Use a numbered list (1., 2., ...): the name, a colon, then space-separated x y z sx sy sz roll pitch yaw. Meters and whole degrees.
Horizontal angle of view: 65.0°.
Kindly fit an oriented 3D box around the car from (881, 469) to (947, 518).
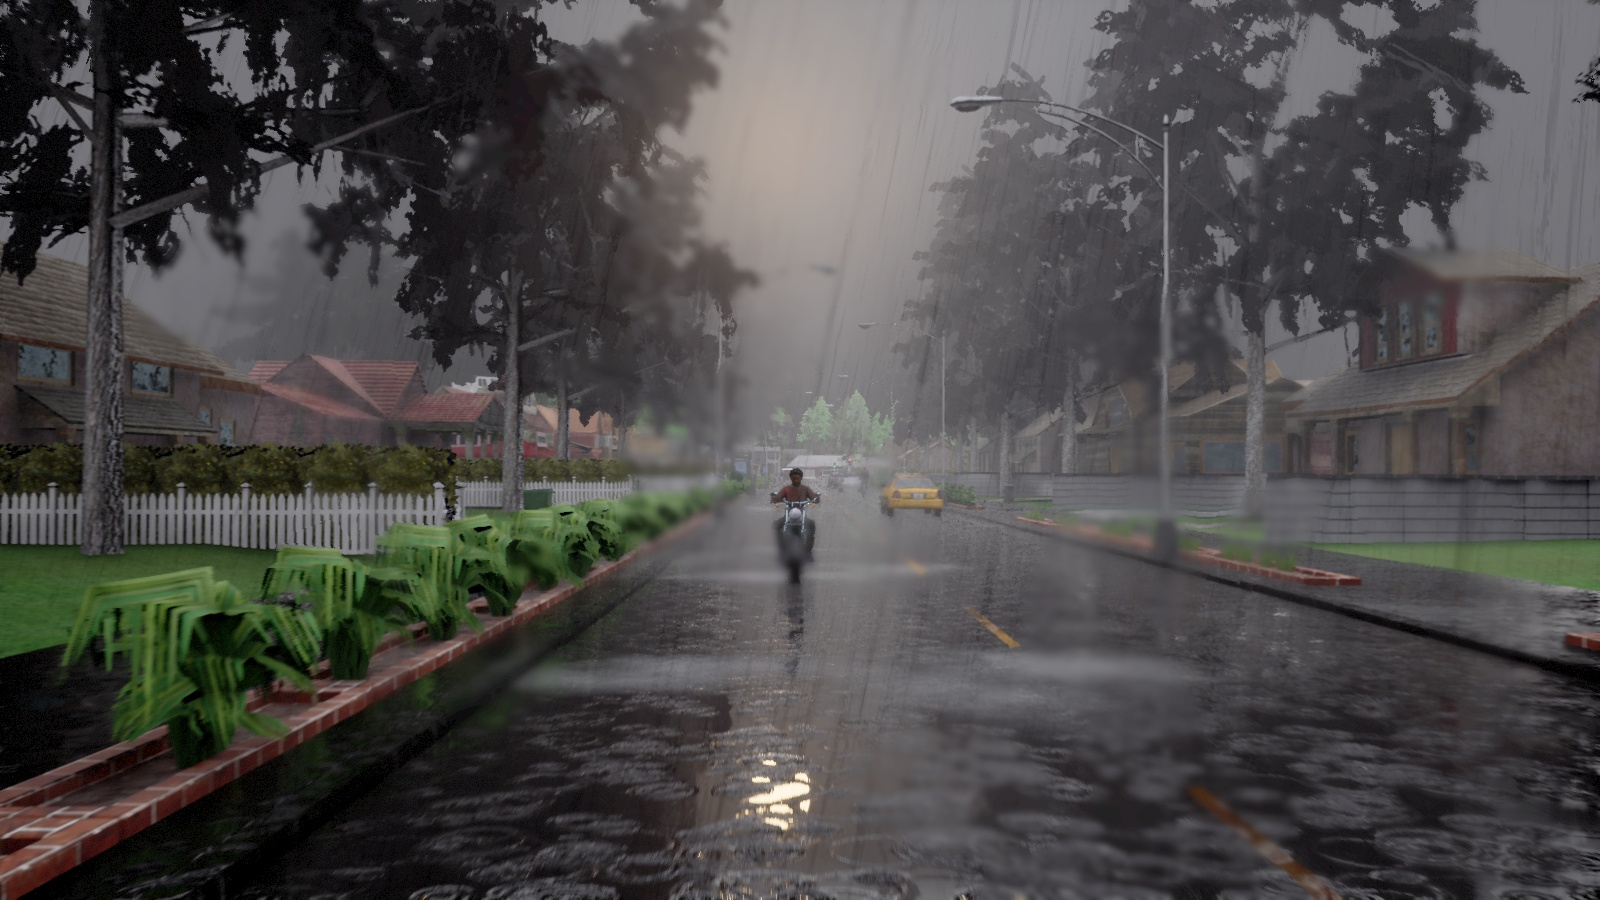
1. car: 3.892 1.471 43.769 1.801 1.575 5.366 0 -1 0

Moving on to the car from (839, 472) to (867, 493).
1. car: 3.777 2.328 90.457 1.845 1.501 3.633 0 -1 0

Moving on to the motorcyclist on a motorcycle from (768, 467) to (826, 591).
1. motorcyclist on a motorcycle: -0.045 1.065 17.910 0.766 1.649 2.350 0 -1 0
